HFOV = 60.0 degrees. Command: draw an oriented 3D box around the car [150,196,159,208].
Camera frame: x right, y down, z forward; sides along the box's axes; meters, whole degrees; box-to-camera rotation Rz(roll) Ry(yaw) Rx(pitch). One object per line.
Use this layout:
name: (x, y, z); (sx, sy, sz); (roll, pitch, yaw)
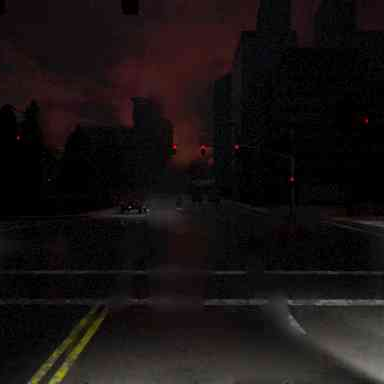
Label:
car: (-6.295, 1.491, 46.945); (2.128, 1.511, 4.902); (0, 0, 1)

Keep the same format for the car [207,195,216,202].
car: (4.573, 1.478, 77.121); (1.882, 1.535, 5.008); (0, 0, 1)

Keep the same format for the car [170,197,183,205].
car: (-2.675, 1.547, 58.300); (2.033, 1.411, 5.357); (0, 0, 1)

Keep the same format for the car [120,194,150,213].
car: (-6.386, 1.221, 37.064); (2.150, 2.045, 5.566); (0, 0, 1)

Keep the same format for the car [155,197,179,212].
car: (-2.866, 1.601, 39.174); (1.895, 1.301, 4.718); (0, 0, 1)

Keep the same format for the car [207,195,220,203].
car: (4.589, 1.547, 67.299); (2.033, 1.411, 5.357); (0, 0, 1)

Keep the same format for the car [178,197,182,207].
car: (-2.785, 1.564, 47.976); (1.994, 1.385, 4.181); (0, 0, 1)

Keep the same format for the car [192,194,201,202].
car: (1.071, 1.355, 76.915); (2.097, 1.767, 4.553); (0, 0, 1)

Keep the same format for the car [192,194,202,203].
car: (1.090, 1.563, 67.909); (1.994, 1.385, 4.181); (0, 0, 1)

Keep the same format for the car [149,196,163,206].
car: (-6.193, 1.505, 57.004); (1.837, 1.490, 4.892); (0, 0, 0)
